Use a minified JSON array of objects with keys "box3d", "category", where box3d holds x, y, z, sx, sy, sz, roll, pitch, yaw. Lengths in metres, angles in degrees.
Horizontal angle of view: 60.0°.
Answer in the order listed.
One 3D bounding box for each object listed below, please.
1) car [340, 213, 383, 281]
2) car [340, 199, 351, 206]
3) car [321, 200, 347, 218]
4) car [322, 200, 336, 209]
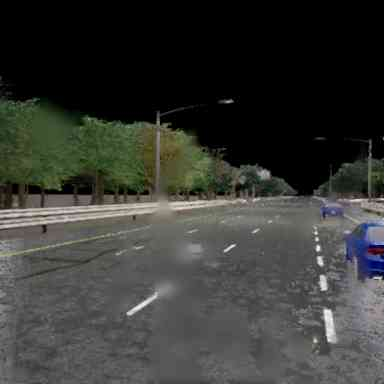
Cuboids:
[{"box3d":[5.734,1.621,9.883,1.882,1.535,5.008,0,-1,20],"category":"car"},{"box3d":[32.286,2.288,70.716,1.882,1.535,5.008,0,0,41],"category":"car"},{"box3d":[14.723,1.882,34.980,1.882,1.535,5.008,0,-1,20],"category":"car"},{"box3d":[23.695,2.155,57.250,1.812,1.442,4.674,0,-1,27],"category":"car"}]
